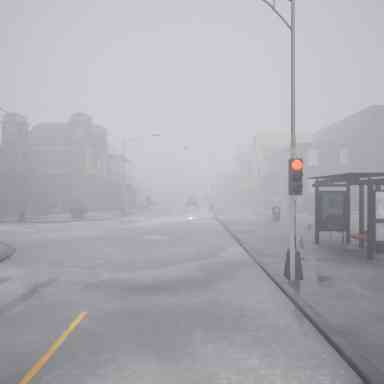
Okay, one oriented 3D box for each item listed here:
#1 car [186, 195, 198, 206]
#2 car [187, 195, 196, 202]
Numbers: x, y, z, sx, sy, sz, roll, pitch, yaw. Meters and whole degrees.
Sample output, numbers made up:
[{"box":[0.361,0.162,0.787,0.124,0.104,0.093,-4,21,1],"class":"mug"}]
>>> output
[{"box":[0.024,1.547,54.074,2.033,1.411,5.357,0,0,0],"class":"car"},{"box":[-0.117,1.500,77.293,1.837,1.490,4.892,0,0,0],"class":"car"}]
